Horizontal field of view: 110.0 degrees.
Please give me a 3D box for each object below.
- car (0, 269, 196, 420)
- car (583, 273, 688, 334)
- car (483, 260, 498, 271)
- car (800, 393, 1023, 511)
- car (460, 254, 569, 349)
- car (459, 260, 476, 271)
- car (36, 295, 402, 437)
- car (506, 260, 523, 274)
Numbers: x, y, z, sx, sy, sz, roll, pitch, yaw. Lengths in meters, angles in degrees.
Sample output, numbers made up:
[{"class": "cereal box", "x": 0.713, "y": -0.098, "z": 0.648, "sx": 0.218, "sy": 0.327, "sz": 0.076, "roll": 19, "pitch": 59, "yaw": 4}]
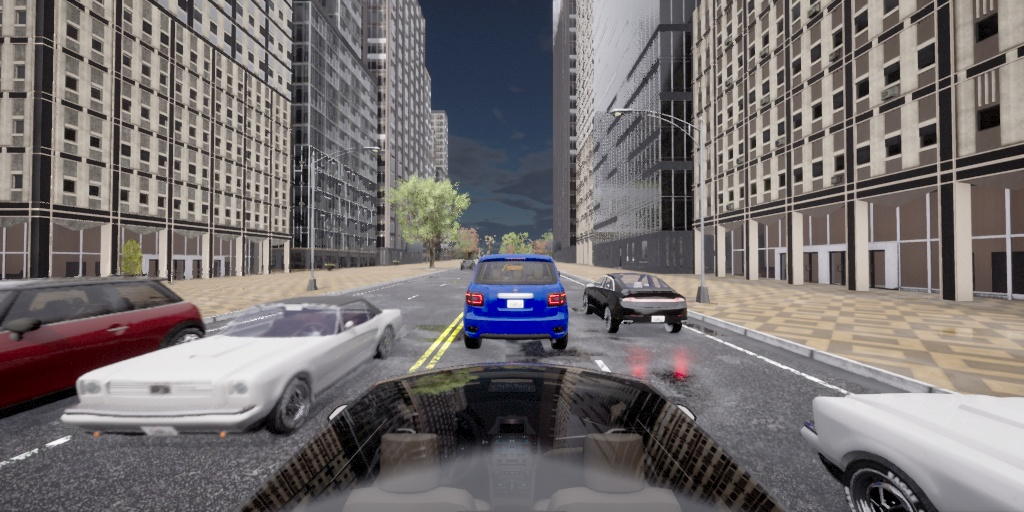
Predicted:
[{"class": "car", "x": -6.590, "y": 1.103, "z": 4.560, "sx": 2.097, "sy": 1.767, "sz": 4.553, "roll": 0, "pitch": 0, "yaw": 0}, {"class": "car", "x": 3.388, "y": 1.244, "z": 10.712, "sx": 2.128, "sy": 1.511, "sz": 4.902, "roll": 0, "pitch": 0, "yaw": 0}, {"class": "car", "x": -3.034, "y": 1.301, "z": 51.644, "sx": 1.812, "sy": 1.442, "sz": 4.674, "roll": 0, "pitch": 0, "yaw": 0}, {"class": "car", "x": 3.346, "y": 1.351, "z": 0.829, "sx": 1.895, "sy": 1.301, "sz": 4.718, "roll": 0, "pitch": 0, "yaw": 0}, {"class": "car", "x": 0.120, "y": 0.974, "z": 9.276, "sx": 2.150, "sy": 2.045, "sz": 5.566, "roll": 0, "pitch": 0, "yaw": 1}, {"class": "car", "x": -6.286, "y": 1.288, "z": 51.556, "sx": 1.837, "sy": 1.490, "sz": 4.892, "roll": 0, "pitch": 0, "yaw": 0}, {"class": "car", "x": -3.333, "y": 1.352, "z": 5.606, "sx": 1.895, "sy": 1.301, "sz": 4.718, "roll": 0, "pitch": 0, "yaw": 0}, {"class": "car", "x": 0.277, "y": 1.242, "z": 42.640, "sx": 1.882, "sy": 1.535, "sz": 5.008, "roll": 0, "pitch": 0, "yaw": 0}]
